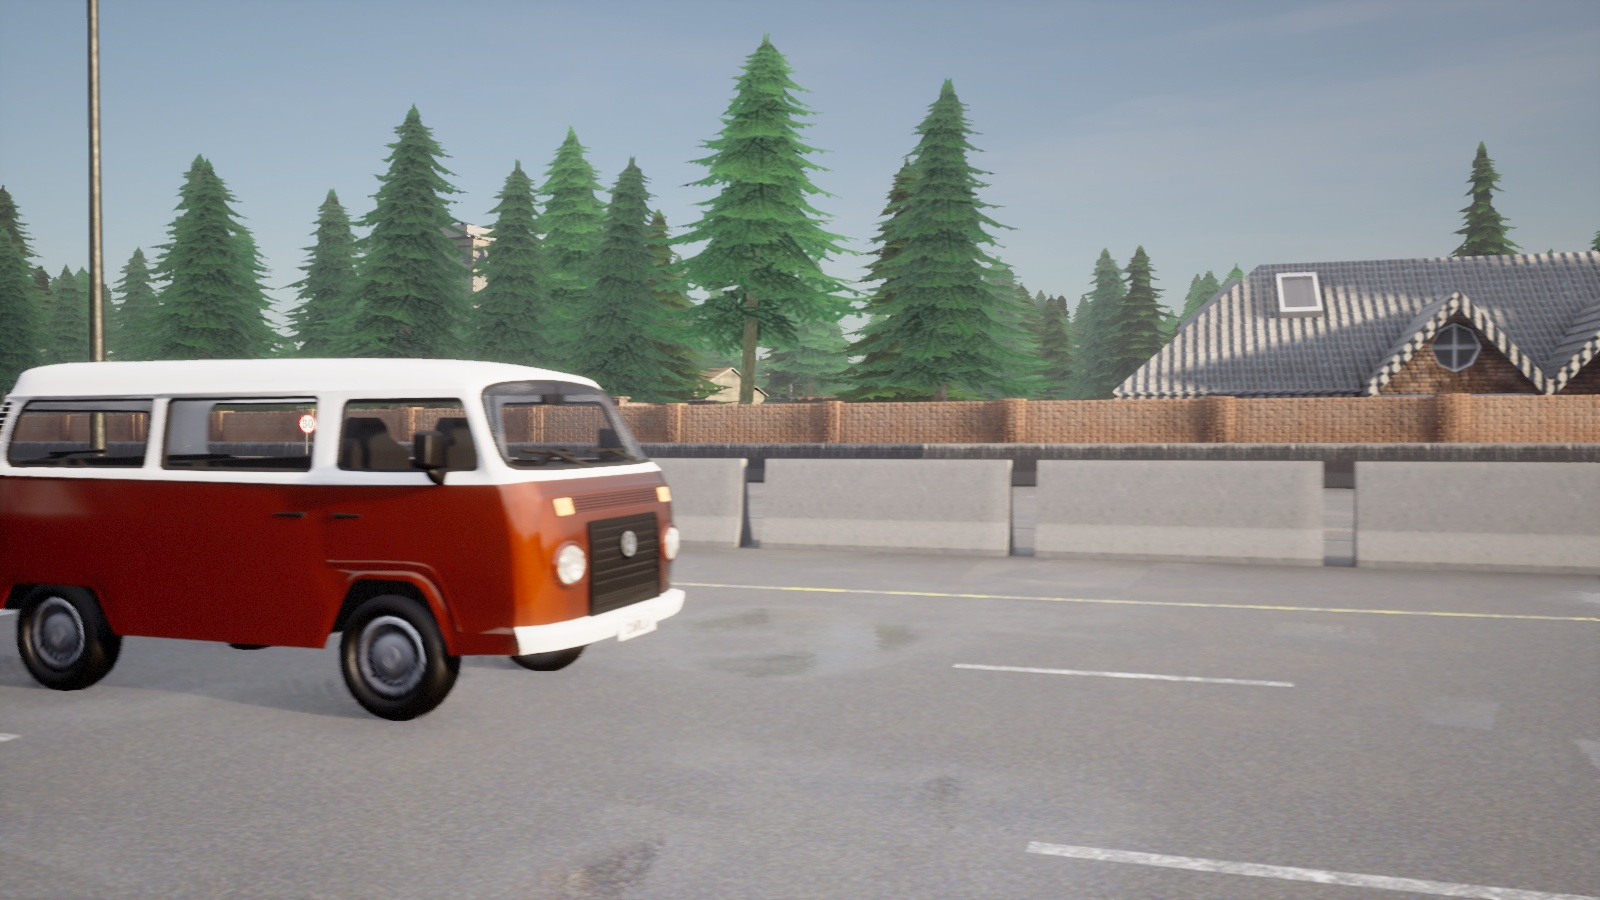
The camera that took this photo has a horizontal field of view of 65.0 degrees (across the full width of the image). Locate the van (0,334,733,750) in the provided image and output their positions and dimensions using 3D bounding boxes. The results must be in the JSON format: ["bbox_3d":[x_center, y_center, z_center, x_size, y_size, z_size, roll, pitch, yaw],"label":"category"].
[{"bbox_3d":[-2.891,0.413,7.882,4.480,2.038,2.069,1,1,20],"label":"van"}]
